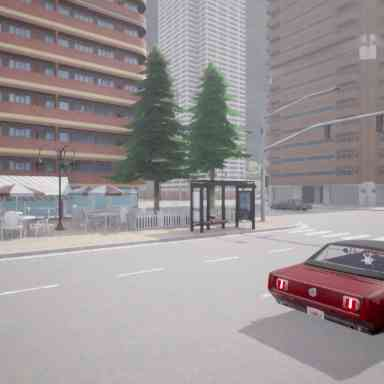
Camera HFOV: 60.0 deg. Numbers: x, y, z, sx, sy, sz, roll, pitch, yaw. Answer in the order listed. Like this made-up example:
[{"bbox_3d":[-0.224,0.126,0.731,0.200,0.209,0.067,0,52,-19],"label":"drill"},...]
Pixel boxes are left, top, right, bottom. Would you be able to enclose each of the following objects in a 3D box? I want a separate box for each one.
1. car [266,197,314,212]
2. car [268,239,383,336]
[{"bbox_3d":[11.916,1.603,40.180,2.033,1.411,5.357,0,0,-36],"label":"car"},{"bbox_3d":[3.733,1.601,6.473,4.718,1.301,1.895,0,0,-36],"label":"car"}]
